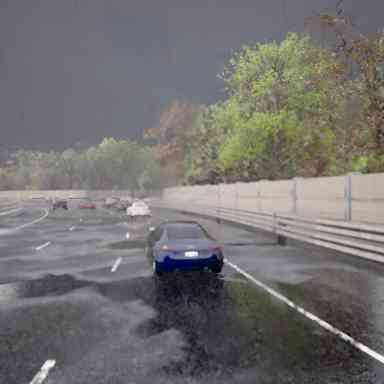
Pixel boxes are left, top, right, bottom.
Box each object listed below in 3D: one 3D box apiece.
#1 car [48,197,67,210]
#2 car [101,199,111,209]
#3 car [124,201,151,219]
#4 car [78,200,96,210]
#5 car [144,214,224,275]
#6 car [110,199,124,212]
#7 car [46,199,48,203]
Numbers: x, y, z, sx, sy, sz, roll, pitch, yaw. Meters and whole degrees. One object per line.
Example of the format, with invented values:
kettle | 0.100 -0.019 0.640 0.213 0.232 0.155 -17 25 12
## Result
car | -18.855 1.759 47.181 1.837 1.490 4.892 0 -1 -27
car | -12.014 1.785 49.279 1.812 1.442 4.674 0 -1 -27
car | -5.052 1.688 31.478 1.812 1.442 4.674 0 0 -17
car | -14.937 1.816 47.154 1.994 1.385 4.181 0 0 -26
car | -0.384 1.619 10.764 1.994 1.385 4.181 0 0 -11
car | -8.605 1.764 41.561 2.033 1.411 5.357 0 0 -19
car | -32.818 1.952 78.338 4.674 1.442 1.812 0 0 45
